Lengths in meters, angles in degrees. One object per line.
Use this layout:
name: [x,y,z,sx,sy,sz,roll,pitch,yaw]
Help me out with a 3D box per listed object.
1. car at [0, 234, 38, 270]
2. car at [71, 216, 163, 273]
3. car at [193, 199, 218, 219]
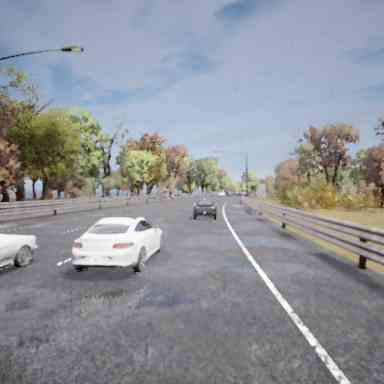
car: [-5.865,1.555,8.169,1.895,1.301,4.718,0,0,5]
car: [-2.130,1.473,10.444,1.812,1.442,4.674,0,0,5]
car: [1.139,1.360,27.660,2.128,1.511,4.902,0,0,4]
